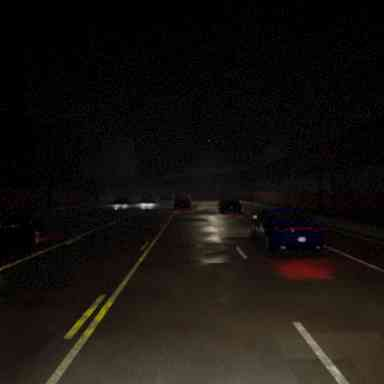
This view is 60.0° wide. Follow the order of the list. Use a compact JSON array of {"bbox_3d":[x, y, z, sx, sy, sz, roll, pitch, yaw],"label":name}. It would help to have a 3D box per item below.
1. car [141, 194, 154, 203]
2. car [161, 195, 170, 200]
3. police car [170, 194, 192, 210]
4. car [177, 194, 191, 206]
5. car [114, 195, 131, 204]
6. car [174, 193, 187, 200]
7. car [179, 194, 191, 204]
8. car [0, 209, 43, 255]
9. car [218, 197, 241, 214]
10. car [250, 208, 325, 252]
[{"bbox_3d":[-7.328,1.076,55.307,2.128,1.511,4.902,0,1,-2],"label":"car"},{"bbox_3d":[-6.851,1.554,87.502,1.895,1.301,4.718,0,-2,-21],"label":"car"},{"bbox_3d":[-1.052,1.149,37.480,1.930,1.638,5.238,0,0,0],"label":"police car"},{"bbox_3d":[-1.053,1.128,47.373,1.882,1.535,5.008,0,0,0],"label":"car"},{"bbox_3d":[-10.657,1.185,51.026,1.994,1.385,4.181,0,1,-1],"label":"car"},{"bbox_3d":[-2.568,1.024,73.239,1.994,1.385,4.181,0,-1,-15],"label":"car"},{"bbox_3d":[-1.119,1.085,53.398,1.882,1.535,5.008,0,0,-2],"label":"car"},{"bbox_3d":[-7.100,1.416,11.959,1.837,1.490,4.892,0,0,0],"label":"car"},{"bbox_3d":[3.598,1.238,32.384,1.882,1.535,5.008,0,0,0],"label":"car"},{"bbox_3d":[3.600,1.378,13.368,1.882,1.535,5.008,0,0,0],"label":"car"}]
